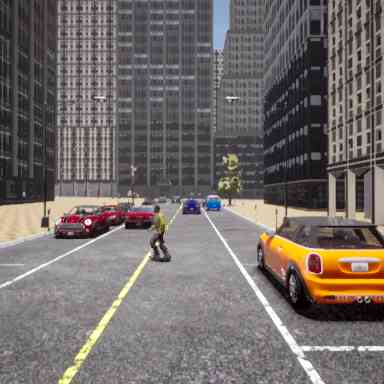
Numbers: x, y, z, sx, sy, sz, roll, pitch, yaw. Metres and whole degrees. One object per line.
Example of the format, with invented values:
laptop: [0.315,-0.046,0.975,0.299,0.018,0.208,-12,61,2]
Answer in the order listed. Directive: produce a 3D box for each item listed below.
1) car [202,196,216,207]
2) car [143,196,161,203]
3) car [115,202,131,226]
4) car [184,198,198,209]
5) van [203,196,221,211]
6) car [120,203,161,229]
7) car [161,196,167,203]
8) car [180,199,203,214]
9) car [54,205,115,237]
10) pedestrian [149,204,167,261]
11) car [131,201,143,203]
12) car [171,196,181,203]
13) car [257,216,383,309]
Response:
car: [2.541,1.439,51.582,1.967,1.590,4.097,1,0,0]
car: [-5.824,1.566,45.922,1.947,1.339,4.313,1,0,0]
car: [-5.754,1.583,23.352,1.802,1.307,4.206,1,0,0]
car: [-0.094,1.601,46.721,1.895,1.301,4.718,0,0,0]
van: [2.577,1.342,40.299,1.690,1.788,3.998,1,0,0]
car: [-3.169,1.602,21.925,1.895,1.301,4.718,0,0,0]
car: [-6.023,1.546,68.491,2.008,1.369,4.403,1,0,0]
car: [-0.026,1.527,35.222,1.812,1.442,4.674,0,0,0]
car: [-5.735,1.441,17.709,1.967,1.590,4.097,1,0,0]
pedestrian: [-1.105,1.295,10.842,0.375,1.860,0.375,1,-1,0]
car: [-5.772,1.567,28.994,1.947,1.339,4.313,1,0,0]
car: [-3.208,1.500,67.317,2.128,1.511,4.902,0,0,0]
car: [2.976,1.352,8.039,2.097,1.767,4.553,0,0,0]
